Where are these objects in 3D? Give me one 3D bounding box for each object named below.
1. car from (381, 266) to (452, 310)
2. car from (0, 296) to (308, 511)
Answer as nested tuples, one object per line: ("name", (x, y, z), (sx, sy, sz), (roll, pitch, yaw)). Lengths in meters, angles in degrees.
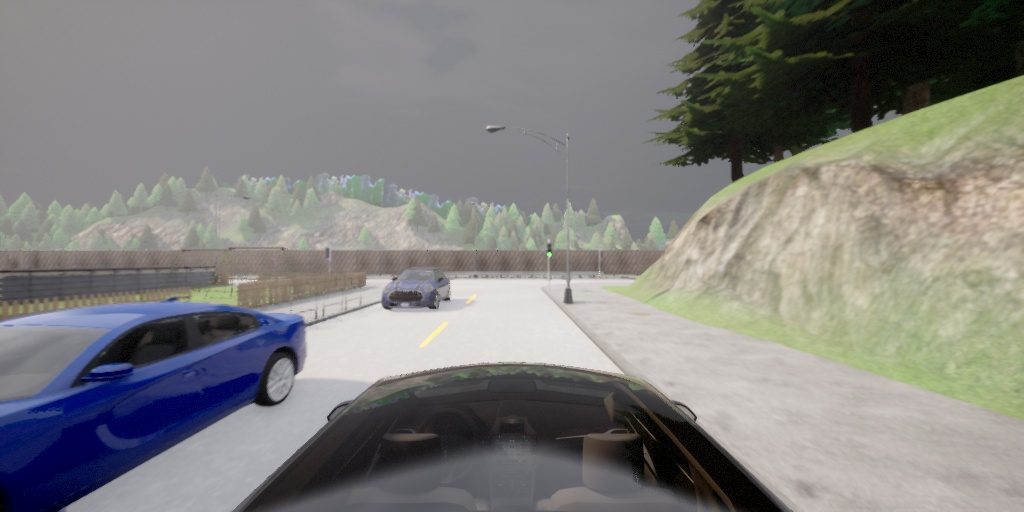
("car", (-4.012, 1.276, 15.721), (2.097, 1.767, 4.553), (0, -1, 0))
("car", (-4.097, 1.250, 3.495), (1.882, 1.535, 5.008), (0, -1, 0))
